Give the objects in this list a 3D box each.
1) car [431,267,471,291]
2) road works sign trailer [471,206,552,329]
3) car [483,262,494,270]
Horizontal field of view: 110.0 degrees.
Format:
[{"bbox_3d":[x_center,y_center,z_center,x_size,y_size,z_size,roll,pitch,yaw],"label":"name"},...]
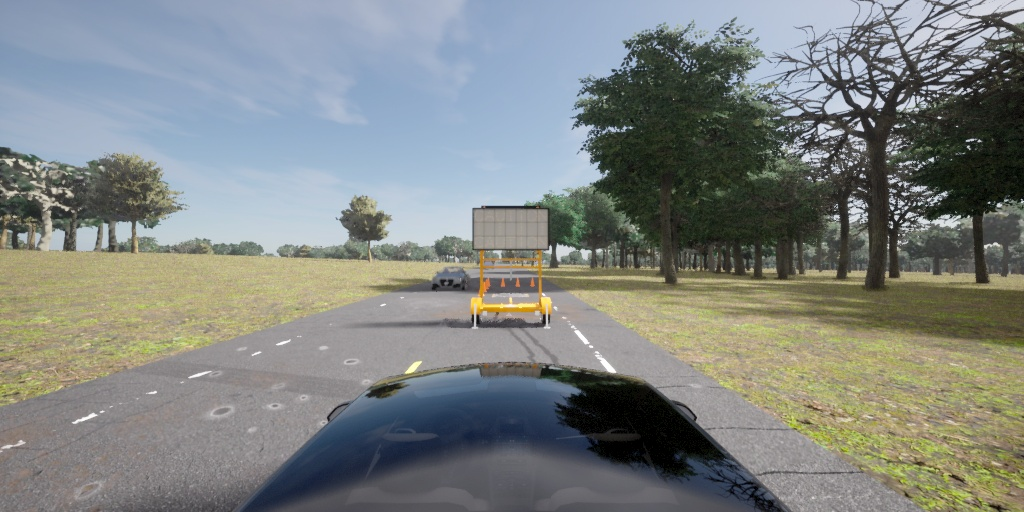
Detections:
[{"bbox_3d":[-3.715,1.362,22.296,1.994,1.385,4.181,0,0,0],"label":"car"},{"bbox_3d":[-0.035,0.226,11.313,2.380,3.560,2.880,0,0,0],"label":"road works sign trailer"},{"bbox_3d":[-4.125,1.653,61.648,2.033,1.411,5.357,0,-1,-1],"label":"car"}]
